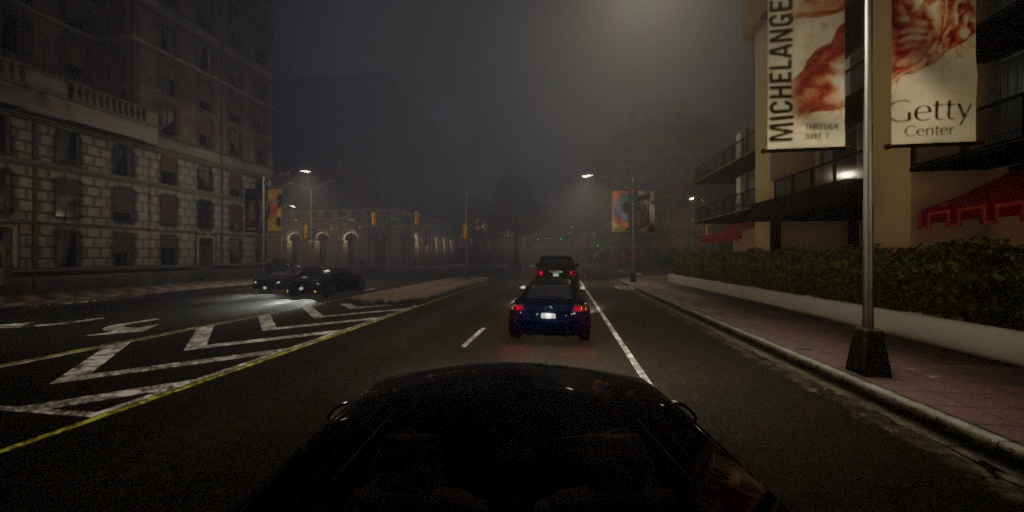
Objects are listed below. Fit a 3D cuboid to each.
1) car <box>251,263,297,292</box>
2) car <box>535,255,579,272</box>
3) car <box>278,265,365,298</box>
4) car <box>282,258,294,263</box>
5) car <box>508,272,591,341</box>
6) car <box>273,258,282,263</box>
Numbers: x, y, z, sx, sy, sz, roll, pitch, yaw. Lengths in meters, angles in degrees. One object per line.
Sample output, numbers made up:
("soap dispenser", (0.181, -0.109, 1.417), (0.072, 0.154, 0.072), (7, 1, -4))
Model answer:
("car", (-12.562, 1.295, 21.417), (2.033, 1.411, 5.357), (0, 0, 9))
("car", (2.428, 0.969, 19.351), (2.150, 2.045, 5.566), (0, 0, 8))
("car", (-9.459, 1.311, 18.542), (1.994, 1.385, 4.181), (0, 0, 9))
("car", (-31.187, 1.095, 48.141), (4.553, 1.767, 2.097), (0, 0, 8))
("car", (1.115, 1.313, 10.037), (1.994, 1.385, 4.181), (0, 0, 9))
("car", (-31.865, 1.249, 44.697), (4.892, 1.490, 1.837), (0, 0, 8))
